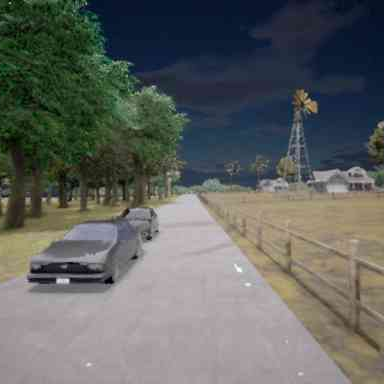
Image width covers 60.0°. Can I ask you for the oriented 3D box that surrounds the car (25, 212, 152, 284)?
[{"bbox_3d":[-2.724,1.559,9.896,2.033,1.411,5.357,0,0,2],"label":"car"}]

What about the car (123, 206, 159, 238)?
[{"bbox_3d":[-2.771,1.526,17.131,1.837,1.490,4.892,0,0,1],"label":"car"}]
